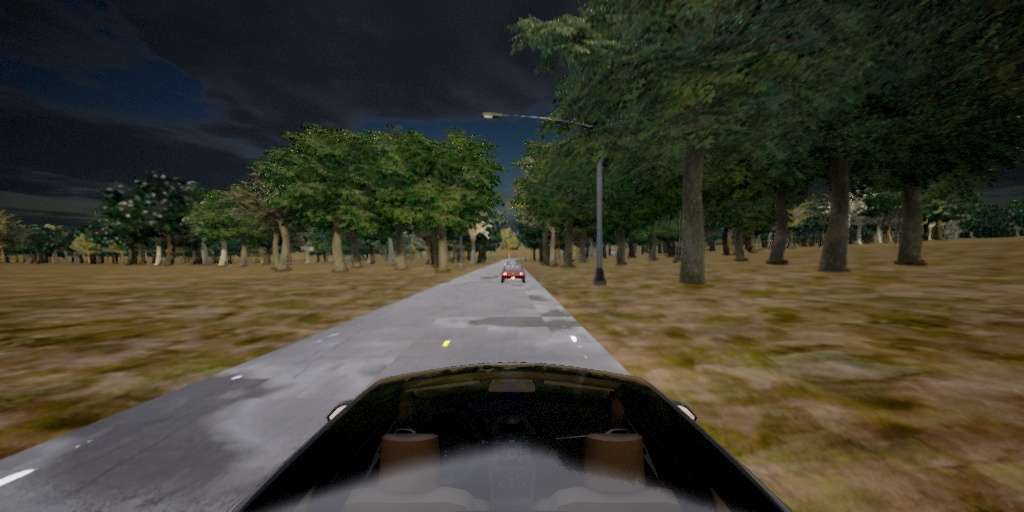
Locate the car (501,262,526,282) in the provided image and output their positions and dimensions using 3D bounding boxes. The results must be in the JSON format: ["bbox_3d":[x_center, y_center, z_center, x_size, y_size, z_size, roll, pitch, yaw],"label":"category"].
[{"bbox_3d":[0.084,1.346,28.616,1.895,1.301,4.718,0,0,0],"label":"car"}]
